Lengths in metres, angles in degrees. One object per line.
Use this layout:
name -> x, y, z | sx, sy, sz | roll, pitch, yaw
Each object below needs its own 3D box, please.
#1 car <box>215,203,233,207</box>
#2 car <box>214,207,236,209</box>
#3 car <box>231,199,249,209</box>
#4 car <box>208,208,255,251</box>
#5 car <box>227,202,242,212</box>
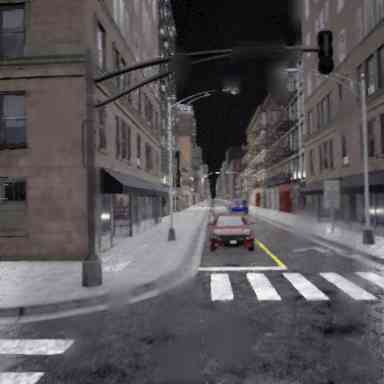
car -> 2.996, 2.187, 35.036 | 1.812, 1.442, 4.674 | -1, -1, 4
car -> 2.379, 2.079, 25.104 | 1.895, 1.301, 4.718 | -1, -1, 3
car -> 6.515, 2.004, 45.406 | 2.150, 2.045, 5.566 | -1, -1, 4
car -> 1.805, 1.782, 15.817 | 1.882, 1.535, 5.008 | -1, -1, 3
car -> 7.104, 2.449, 55.615 | 2.128, 1.511, 4.902 | -1, -1, 3
